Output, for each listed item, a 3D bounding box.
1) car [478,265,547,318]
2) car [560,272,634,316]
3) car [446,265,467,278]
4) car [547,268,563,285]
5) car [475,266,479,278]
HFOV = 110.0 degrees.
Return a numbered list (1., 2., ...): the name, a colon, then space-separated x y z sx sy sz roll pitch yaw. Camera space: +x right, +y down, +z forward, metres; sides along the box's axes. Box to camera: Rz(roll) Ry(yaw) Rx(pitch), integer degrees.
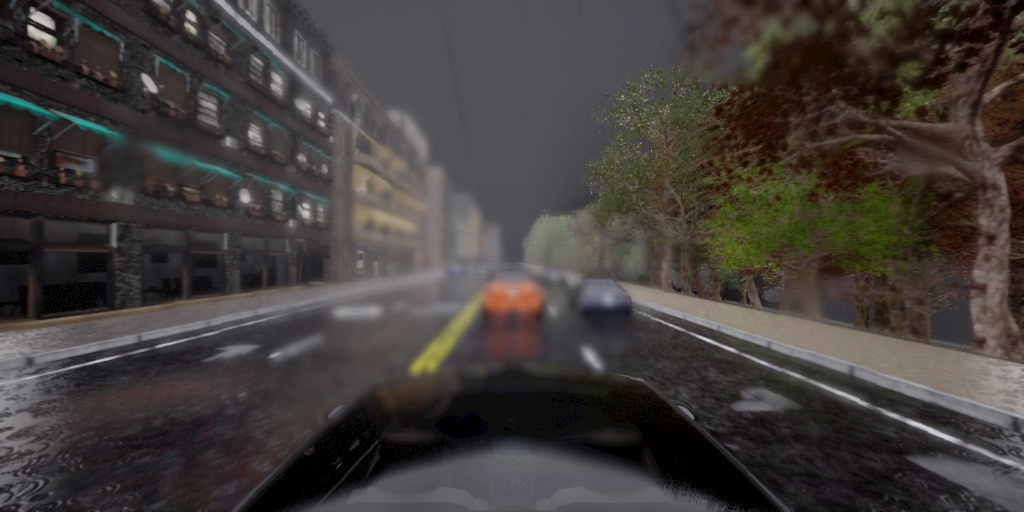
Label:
1. car: 0.044 1.269 13.997 2.097 1.767 4.553 0 -1 0
2. car: 3.297 1.485 14.183 1.994 1.385 4.181 0 -1 0
3. car: -6.607 1.798 43.095 1.882 1.535 5.008 0 -1 0
4. car: 3.295 1.693 29.216 1.994 1.385 4.181 0 -1 0
5. car: -3.357 1.814 43.312 2.128 1.511 4.902 0 -1 0
